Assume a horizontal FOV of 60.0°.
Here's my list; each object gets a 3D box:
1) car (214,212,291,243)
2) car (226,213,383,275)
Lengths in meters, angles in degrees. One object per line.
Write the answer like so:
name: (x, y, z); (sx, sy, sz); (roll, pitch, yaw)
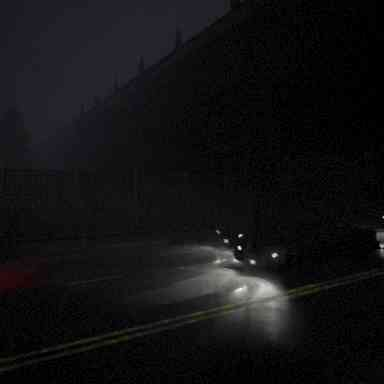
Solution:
car: (3.583, 1.584, 14.738); (5.357, 1.411, 2.033); (0, 0, -34)
car: (3.914, 1.578, 10.756); (5.357, 1.411, 2.033); (0, 0, -33)
